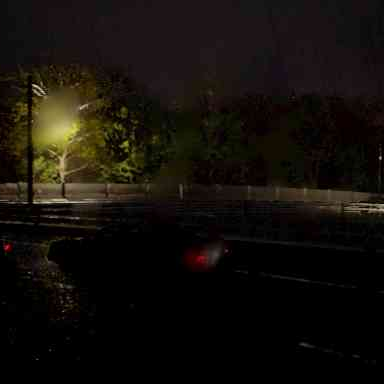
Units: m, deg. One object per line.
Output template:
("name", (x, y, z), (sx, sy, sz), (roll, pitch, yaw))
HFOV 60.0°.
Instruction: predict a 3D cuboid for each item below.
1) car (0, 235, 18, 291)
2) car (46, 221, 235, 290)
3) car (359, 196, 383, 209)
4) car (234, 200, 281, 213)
("car", (-6.127, 1.332, 7.599), (4.553, 1.767, 2.097), (0, 0, 31))
("car", (-1.576, 1.515, 8.985), (5.357, 1.411, 2.033), (0, 0, 32))
("car", (23.090, 1.494, 41.100), (5.566, 2.045, 2.150), (3, -1, -24))
("car", (6.758, 1.459, 34.582), (4.718, 1.301, 1.895), (1, 0, -20))
